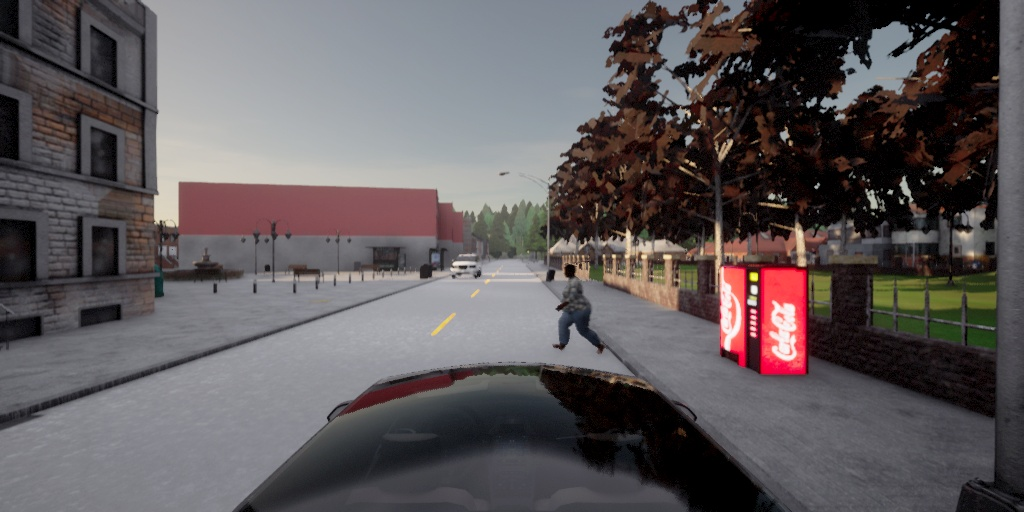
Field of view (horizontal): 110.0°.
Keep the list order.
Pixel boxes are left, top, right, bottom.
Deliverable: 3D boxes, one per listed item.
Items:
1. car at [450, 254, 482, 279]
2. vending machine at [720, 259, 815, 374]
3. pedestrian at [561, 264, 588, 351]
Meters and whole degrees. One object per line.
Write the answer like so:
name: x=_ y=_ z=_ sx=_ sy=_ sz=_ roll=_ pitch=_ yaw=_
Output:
car: x=-3.913 y=0.876 z=31.414 sx=2.150 sy=2.045 sz=5.566 roll=0 pitch=0 yaw=0
vending machine: x=4.323 y=1.150 z=6.246 sx=1.100 sy=2.100 sz=0.880 roll=0 pitch=0 yaw=0
pedestrian: x=1.256 y=1.026 z=7.196 sx=0.375 sy=1.860 sz=0.375 roll=0 pitch=0 yaw=0
